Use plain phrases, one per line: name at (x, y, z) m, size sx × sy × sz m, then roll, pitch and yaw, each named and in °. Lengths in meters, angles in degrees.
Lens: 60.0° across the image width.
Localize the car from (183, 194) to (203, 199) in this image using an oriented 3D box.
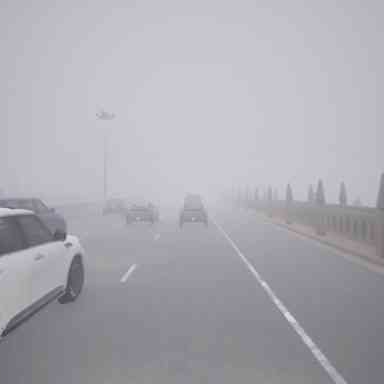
car at (0.096, 1.217, 40.428) m, size 2.150 × 2.045 × 5.566 m, roll 0°, pitch 0°, yaw 0°

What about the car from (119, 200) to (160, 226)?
car at (-3.403, 1.488, 23.545) m, size 2.128 × 1.511 × 4.902 m, roll 0°, pitch 0°, yaw 0°

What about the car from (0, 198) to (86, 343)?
car at (-3.413, 1.221, 5.053) m, size 2.150 × 2.045 × 5.566 m, roll 0°, pitch 0°, yaw 0°

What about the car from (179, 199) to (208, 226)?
car at (0.097, 1.488, 23.090) m, size 2.128 × 1.511 × 4.902 m, roll 0°, pitch 0°, yaw 0°

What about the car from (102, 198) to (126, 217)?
car at (-6.903, 1.347, 31.375) m, size 2.097 × 1.767 × 4.553 m, roll 0°, pitch 0°, yaw 0°
